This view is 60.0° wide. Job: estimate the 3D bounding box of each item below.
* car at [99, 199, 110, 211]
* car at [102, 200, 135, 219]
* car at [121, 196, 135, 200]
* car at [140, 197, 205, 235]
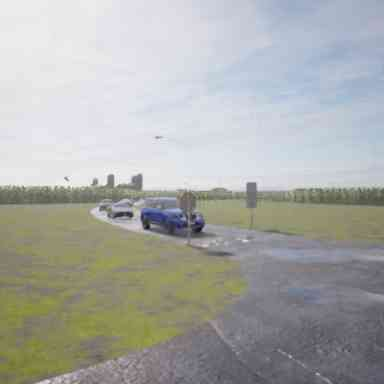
[{"bbox_3d":[-11.588,1.765,45.256,1.837,1.490,4.892,0,0,-14],"label":"car"},{"bbox_3d":[-6.881,1.742,31.533,2.033,1.411,5.357,0,0,-22],"label":"car"},{"bbox_3d":[-10.002,1.805,50.414,1.812,1.442,4.674,0,0,-12],"label":"car"},{"bbox_3d":[-1.364,1.364,20.519,2.150,2.045,5.566,0,0,-30],"label":"car"}]
